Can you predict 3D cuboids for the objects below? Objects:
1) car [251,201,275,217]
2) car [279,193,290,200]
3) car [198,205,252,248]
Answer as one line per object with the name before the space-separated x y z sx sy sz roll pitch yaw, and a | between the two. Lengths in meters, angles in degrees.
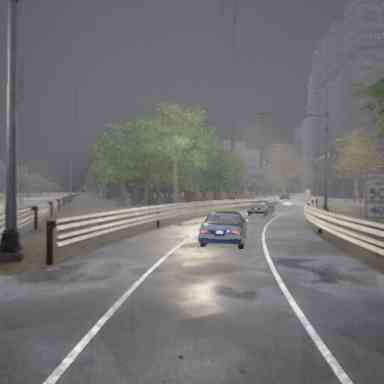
car | 6.771 1.567 32.346 2.033 1.411 5.357 0 0 24
car | 25.417 1.209 91.635 2.150 2.045 5.566 0 0 6
car | 1.498 1.553 14.909 2.033 1.411 5.357 0 0 11
